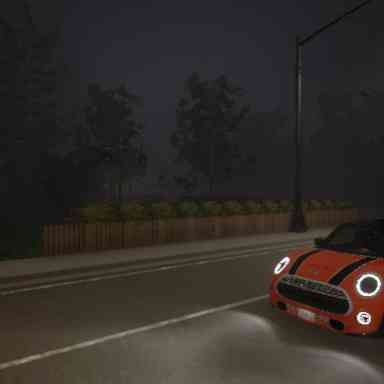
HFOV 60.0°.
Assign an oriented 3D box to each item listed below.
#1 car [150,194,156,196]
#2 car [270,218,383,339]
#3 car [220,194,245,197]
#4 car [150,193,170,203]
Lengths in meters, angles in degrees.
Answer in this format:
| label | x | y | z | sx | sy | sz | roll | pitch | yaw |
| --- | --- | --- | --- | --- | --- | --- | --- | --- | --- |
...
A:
| label | x | y | z | sx | sy | sz | roll | pitch | yaw |
| --- | --- | --- | --- | --- | --- | --- | --- | --- | --- |
| car | -8.993 | 1.528 | 59.882 | 1.837 | 1.490 | 4.892 | 0 | 0 | -36 |
| car | 3.649 | 1.356 | 6.571 | 4.553 | 1.767 | 2.097 | 0 | 0 | -35 |
| car | 5.959 | 1.237 | 45.106 | 2.150 | 2.045 | 5.566 | 0 | 0 | -36 |
| car | -6.346 | 1.276 | 62.199 | 2.150 | 2.045 | 5.566 | 0 | 0 | -36 |
